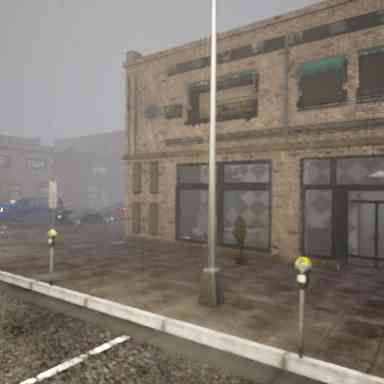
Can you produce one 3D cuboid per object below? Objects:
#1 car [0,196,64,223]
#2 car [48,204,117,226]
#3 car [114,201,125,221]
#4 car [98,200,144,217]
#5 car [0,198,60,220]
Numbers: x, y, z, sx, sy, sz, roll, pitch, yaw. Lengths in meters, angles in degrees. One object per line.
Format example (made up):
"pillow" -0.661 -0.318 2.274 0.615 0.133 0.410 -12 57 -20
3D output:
"car" -13.573 1.399 28.348 2.150 2.045 5.566 1 0 36
"car" -8.353 1.833 25.691 1.947 1.339 4.313 0 0 36
"car" -5.072 1.760 30.167 1.967 1.590 4.097 0 0 36
"car" -7.667 1.751 36.416 1.882 1.535 5.008 1 0 36
"car" -15.110 1.466 30.644 2.192 1.841 5.009 0 0 36
